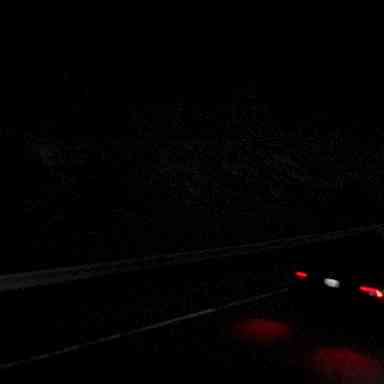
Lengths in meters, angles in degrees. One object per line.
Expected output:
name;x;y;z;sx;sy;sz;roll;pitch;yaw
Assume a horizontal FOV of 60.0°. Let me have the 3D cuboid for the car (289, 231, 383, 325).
car;4.304;1.554;7.035;5.357;1.411;2.033;0;0;-37
